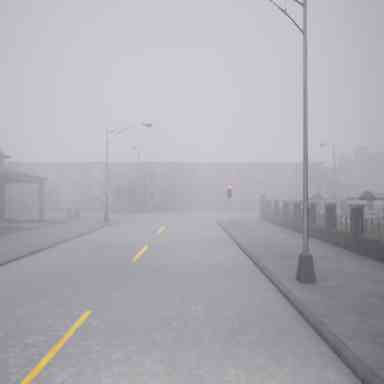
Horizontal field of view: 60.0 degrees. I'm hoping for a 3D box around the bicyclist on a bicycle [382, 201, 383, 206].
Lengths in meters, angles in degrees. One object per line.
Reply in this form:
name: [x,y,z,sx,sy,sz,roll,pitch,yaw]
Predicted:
bicyclist on a bicycle: [18.184,1.640,31.213,0.582,1.620,1.656,0,-1,0]
